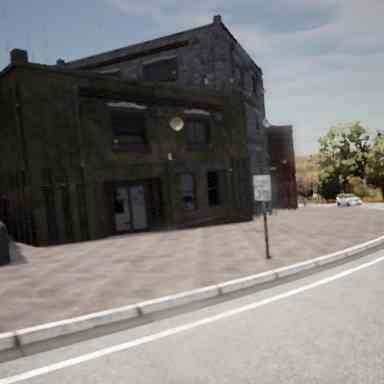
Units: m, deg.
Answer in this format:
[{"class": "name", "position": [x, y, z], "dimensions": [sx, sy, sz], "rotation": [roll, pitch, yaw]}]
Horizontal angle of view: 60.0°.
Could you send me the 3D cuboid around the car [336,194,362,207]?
[{"class": "car", "position": [26.079, 1.392, 55.439], "dimensions": [2.150, 2.045, 5.566], "rotation": [-5, -2, 0]}]
